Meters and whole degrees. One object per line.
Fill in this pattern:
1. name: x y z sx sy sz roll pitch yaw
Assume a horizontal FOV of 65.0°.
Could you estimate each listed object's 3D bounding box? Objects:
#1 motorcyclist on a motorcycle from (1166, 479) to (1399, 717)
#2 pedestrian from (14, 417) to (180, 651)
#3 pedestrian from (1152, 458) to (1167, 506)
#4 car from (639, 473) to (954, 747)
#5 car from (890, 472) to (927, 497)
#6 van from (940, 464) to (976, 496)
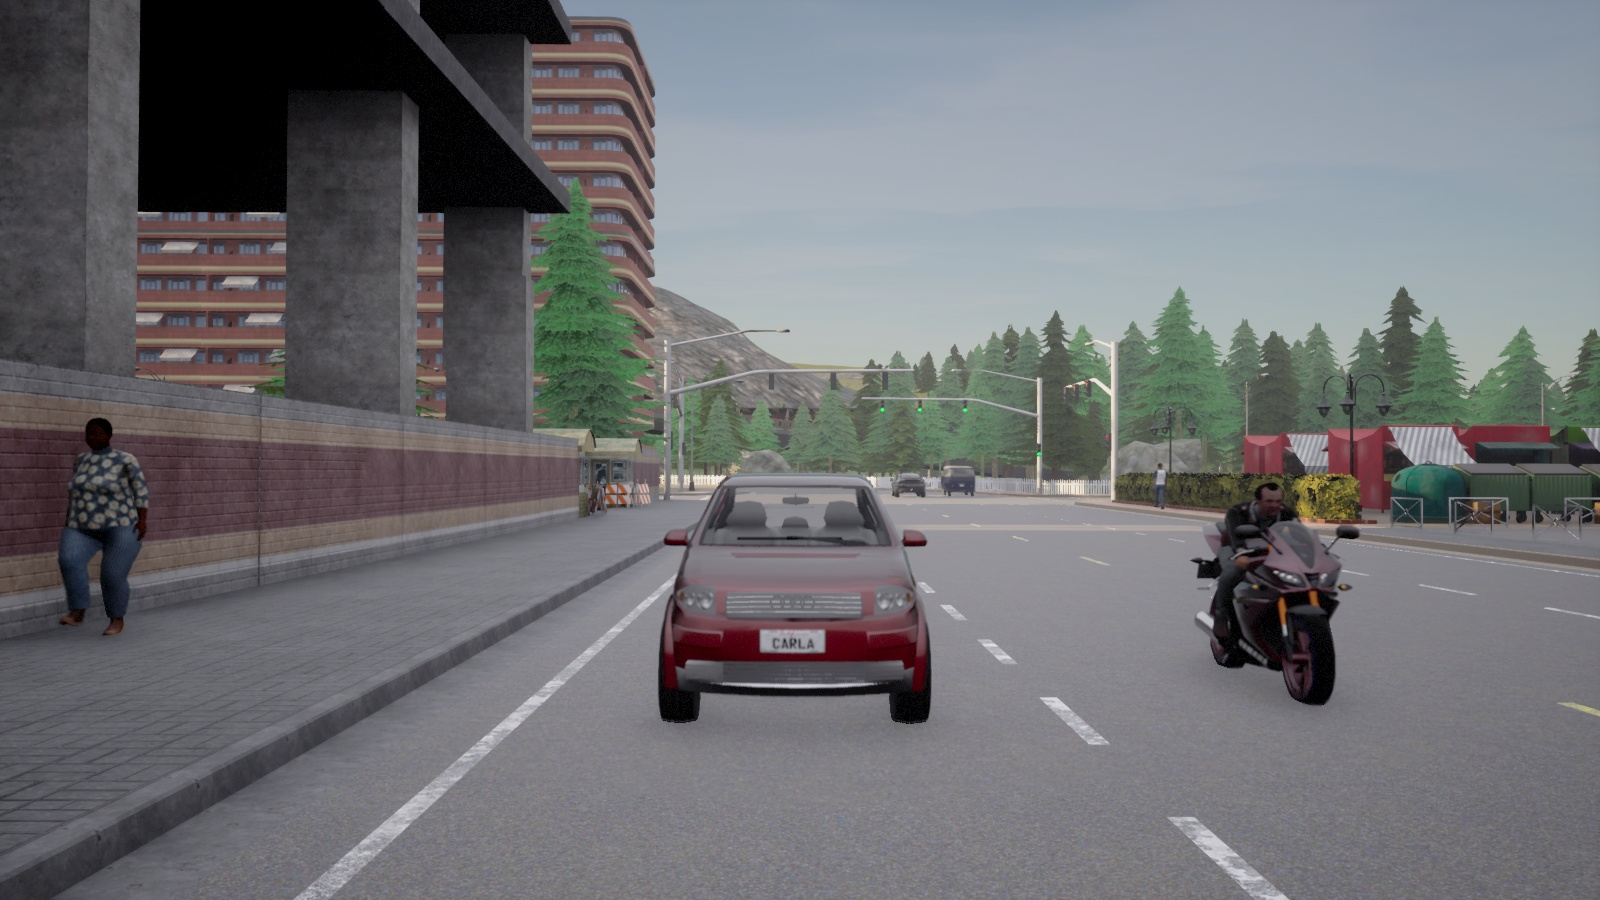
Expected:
1. motorcyclist on a motorcycle: 3.474 0.992 9.308 0.866 1.530 2.191 0 -1 0
2. pedestrian: -5.827 0.677 10.461 0.874 1.855 0.900 0 -1 0
3. pedestrian: 13.768 1.219 48.106 0.354 1.836 0.706 0 -1 0
4. car: -0.026 0.944 9.007 1.789 1.549 3.705 0 -1 0
5. car: 6.785 2.144 78.907 1.837 1.490 4.892 0 -1 0
6. van: 10.259 1.912 81.796 1.775 1.987 4.442 0 0 -1
